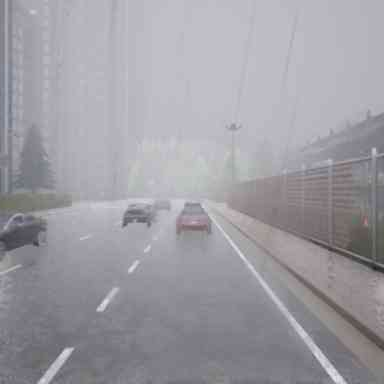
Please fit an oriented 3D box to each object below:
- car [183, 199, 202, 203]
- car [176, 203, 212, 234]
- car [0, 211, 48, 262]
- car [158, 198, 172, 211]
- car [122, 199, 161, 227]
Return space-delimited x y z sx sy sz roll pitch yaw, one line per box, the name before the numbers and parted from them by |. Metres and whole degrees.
car | 0.088 1.457 36.337 1.882 1.535 5.008 0 0 0
car | 0.098 1.553 19.318 1.994 1.385 4.181 0 0 0
car | -7.027 1.486 12.182 2.128 1.511 4.902 0 0 0
car | -3.431 1.470 39.466 2.128 1.511 4.902 0 0 0
car | -3.473 1.494 22.778 1.837 1.490 4.892 0 0 1
